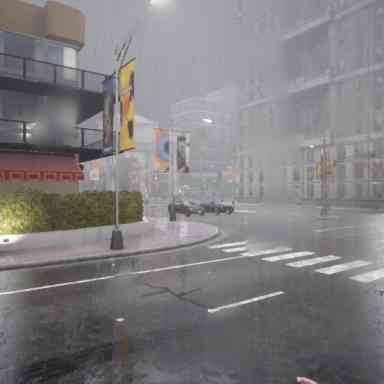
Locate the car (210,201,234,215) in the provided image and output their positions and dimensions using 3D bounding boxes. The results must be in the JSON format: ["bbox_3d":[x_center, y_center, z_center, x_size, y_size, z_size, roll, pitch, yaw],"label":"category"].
[{"bbox_3d":[2.204,1.601,34.094,1.895,1.301,4.718,0,0,-35],"label":"car"}]

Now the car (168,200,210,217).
[{"bbox_3d":[-0.647,1.526,32.065,1.812,1.442,4.674,0,0,-35],"label":"car"}]
